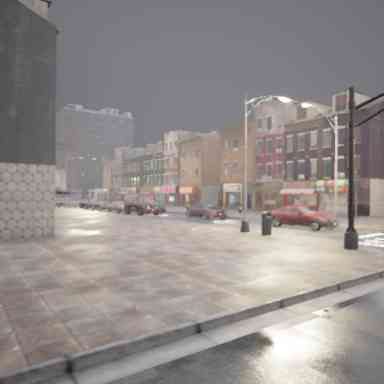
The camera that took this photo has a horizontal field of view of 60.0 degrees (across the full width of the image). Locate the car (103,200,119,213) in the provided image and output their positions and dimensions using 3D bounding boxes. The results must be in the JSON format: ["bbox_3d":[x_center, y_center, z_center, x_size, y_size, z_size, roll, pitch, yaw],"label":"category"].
[{"bbox_3d":[-8.211,1.665,38.110,1.752,1.417,4.829,0,0,-35],"label":"car"}]

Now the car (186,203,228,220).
[{"bbox_3d":[1.250,1.670,29.224,1.994,1.385,4.181,0,0,-34],"label":"car"}]

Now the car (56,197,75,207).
[{"bbox_3d":[-20.910,1.668,55.945,1.967,1.590,4.097,0,0,-35],"label":"car"}]

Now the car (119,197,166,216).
[{"bbox_3d":[-5.159,1.435,33.824,2.192,1.841,5.009,0,0,-35],"label":"car"}]

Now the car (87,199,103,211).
[{"bbox_3d":[-11.459,1.712,42.672,2.008,1.369,4.403,0,0,-35],"label":"car"}]

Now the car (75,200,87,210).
[{"bbox_3d":[-14.609,1.727,47.096,1.887,1.381,4.507,0,0,-35],"label":"car"}]

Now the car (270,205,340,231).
[{"bbox_3d":[6.966,1.597,21.173,1.812,1.442,4.674,0,0,-35],"label":"car"}]
